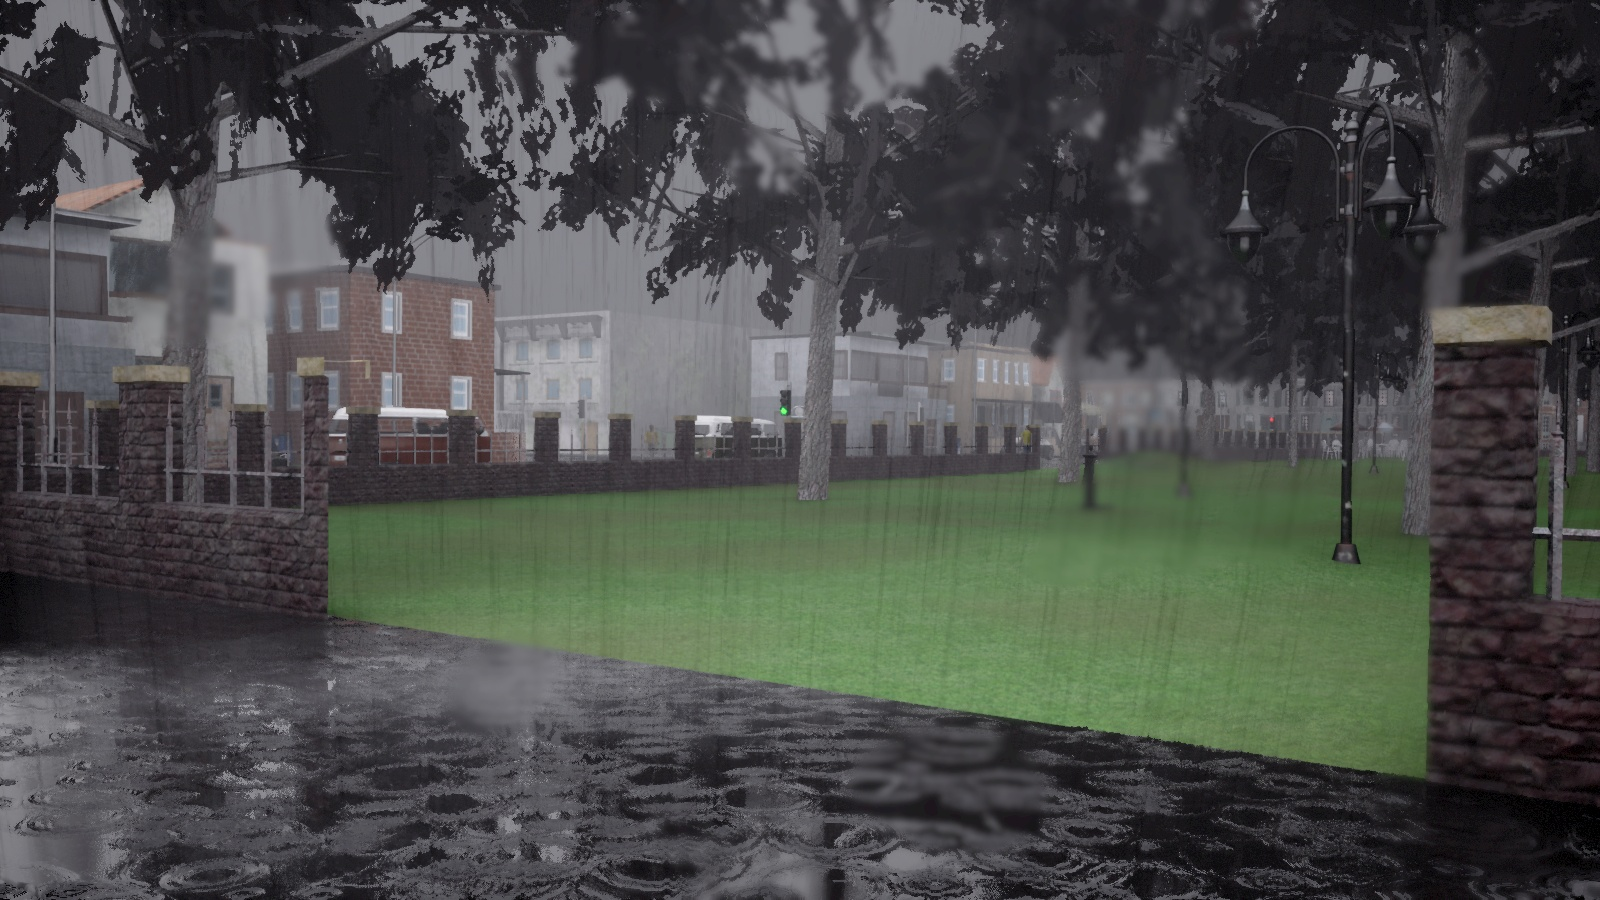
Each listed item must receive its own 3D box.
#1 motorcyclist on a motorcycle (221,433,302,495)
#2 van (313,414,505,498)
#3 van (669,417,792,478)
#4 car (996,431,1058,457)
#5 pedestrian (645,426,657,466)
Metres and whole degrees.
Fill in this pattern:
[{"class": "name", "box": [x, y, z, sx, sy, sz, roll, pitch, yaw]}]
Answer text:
[{"class": "motorcyclist on a motorcycle", "box": [-14.490, 0.354, 33.822, 0.866, 1.590, 1.817, 0, 1, 35]}, {"class": "van", "box": [-10.173, 0.098, 32.997, 2.069, 2.038, 4.480, 0, 1, 34]}, {"class": "van", "box": [-2.390, -0.129, 44.310, 2.069, 2.038, 4.480, 0, 1, 33]}, {"class": "car", "box": [13.397, -0.373, 73.902, 1.812, 1.442, 4.674, 0, 1, 35]}, {"class": "pedestrian", "box": [-6.888, -0.210, 58.145, 0.370, 1.835, 0.726, 0, 1, 5]}]
